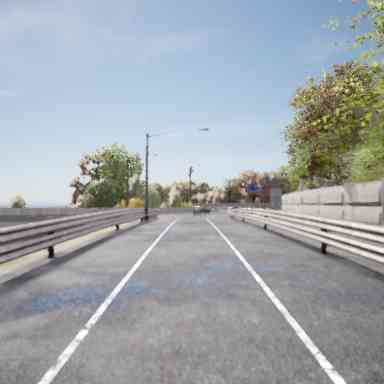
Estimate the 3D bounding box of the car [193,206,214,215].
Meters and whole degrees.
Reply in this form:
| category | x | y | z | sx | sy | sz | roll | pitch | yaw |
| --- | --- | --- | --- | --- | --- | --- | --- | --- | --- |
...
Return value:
| category | x | y | z | sx | sy | sz | roll | pitch | yaw |
| --- | --- | --- | --- | --- | --- | --- | --- | --- | --- |
| car | 2.028 | 3.455 | 62.134 | 2.128 | 1.511 | 4.902 | -2 | -3 | 34 |

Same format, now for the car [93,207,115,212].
| category | x | y | z | sx | sy | sz | roll | pitch | yaw |
| --- | --- | --- | --- | --- | --- | --- | --- | --- | --- |
| car | -11.381 | 2.777 | 45.796 | 1.812 | 1.442 | 4.674 | -2 | -3 | 45 |

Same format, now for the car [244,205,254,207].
| category | x | y | z | sx | sy | sz | roll | pitch | yaw |
| --- | --- | --- | --- | --- | --- | --- | --- | --- | --- |
| car | 16.275 | 4.594 | 91.665 | 2.097 | 1.767 | 4.553 | -1 | -3 | 16 |
